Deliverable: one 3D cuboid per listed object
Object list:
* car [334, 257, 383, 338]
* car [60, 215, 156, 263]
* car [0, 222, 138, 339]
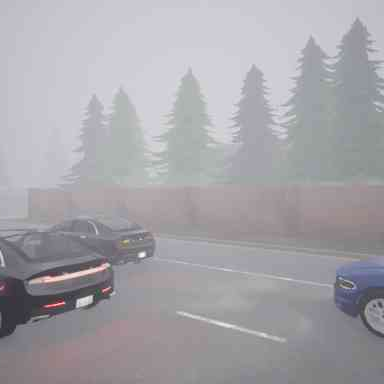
[{"bbox_3d":[4.782,1.478,4.878,5.008,1.535,1.882,0,0,36],"label":"car"},{"bbox_3d":[-3.364,1.505,10.706,4.892,1.490,1.837,0,0,35],"label":"car"},{"bbox_3d":[-3.643,1.492,6.600,4.902,1.511,2.128,0,0,36],"label":"car"}]
